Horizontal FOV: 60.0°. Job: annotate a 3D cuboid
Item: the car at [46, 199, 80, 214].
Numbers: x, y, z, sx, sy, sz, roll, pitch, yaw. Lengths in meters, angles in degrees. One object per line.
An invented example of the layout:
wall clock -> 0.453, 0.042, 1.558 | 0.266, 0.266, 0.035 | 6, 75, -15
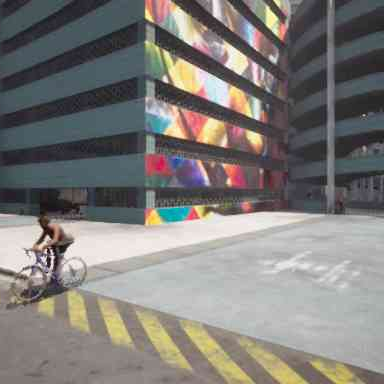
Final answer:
car -> -13.256, 1.406, 33.178 | 4.786, 1.482, 2.161 | 0, 0, 36

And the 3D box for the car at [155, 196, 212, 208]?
car -> -0.974, 1.316, 29.317 | 4.674, 1.452, 2.002 | 0, 0, 36

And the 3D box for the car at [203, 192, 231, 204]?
car -> 4.147, 1.021, 57.740 | 5.566, 2.045, 2.435 | 0, 0, 36

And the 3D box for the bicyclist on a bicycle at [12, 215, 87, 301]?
bicyclist on a bicycle -> -2.872, 1.297, 6.838 | 0.582, 1.620, 1.656 | 0, 1, 36

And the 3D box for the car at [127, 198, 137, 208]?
car -> -6.083, 1.456, 42.305 | 4.718, 1.301, 1.895 | 0, 0, 36

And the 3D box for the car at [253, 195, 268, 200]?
car -> 18.588, 1.472, 90.391 | 4.892, 1.521, 2.231 | 0, 0, 36
